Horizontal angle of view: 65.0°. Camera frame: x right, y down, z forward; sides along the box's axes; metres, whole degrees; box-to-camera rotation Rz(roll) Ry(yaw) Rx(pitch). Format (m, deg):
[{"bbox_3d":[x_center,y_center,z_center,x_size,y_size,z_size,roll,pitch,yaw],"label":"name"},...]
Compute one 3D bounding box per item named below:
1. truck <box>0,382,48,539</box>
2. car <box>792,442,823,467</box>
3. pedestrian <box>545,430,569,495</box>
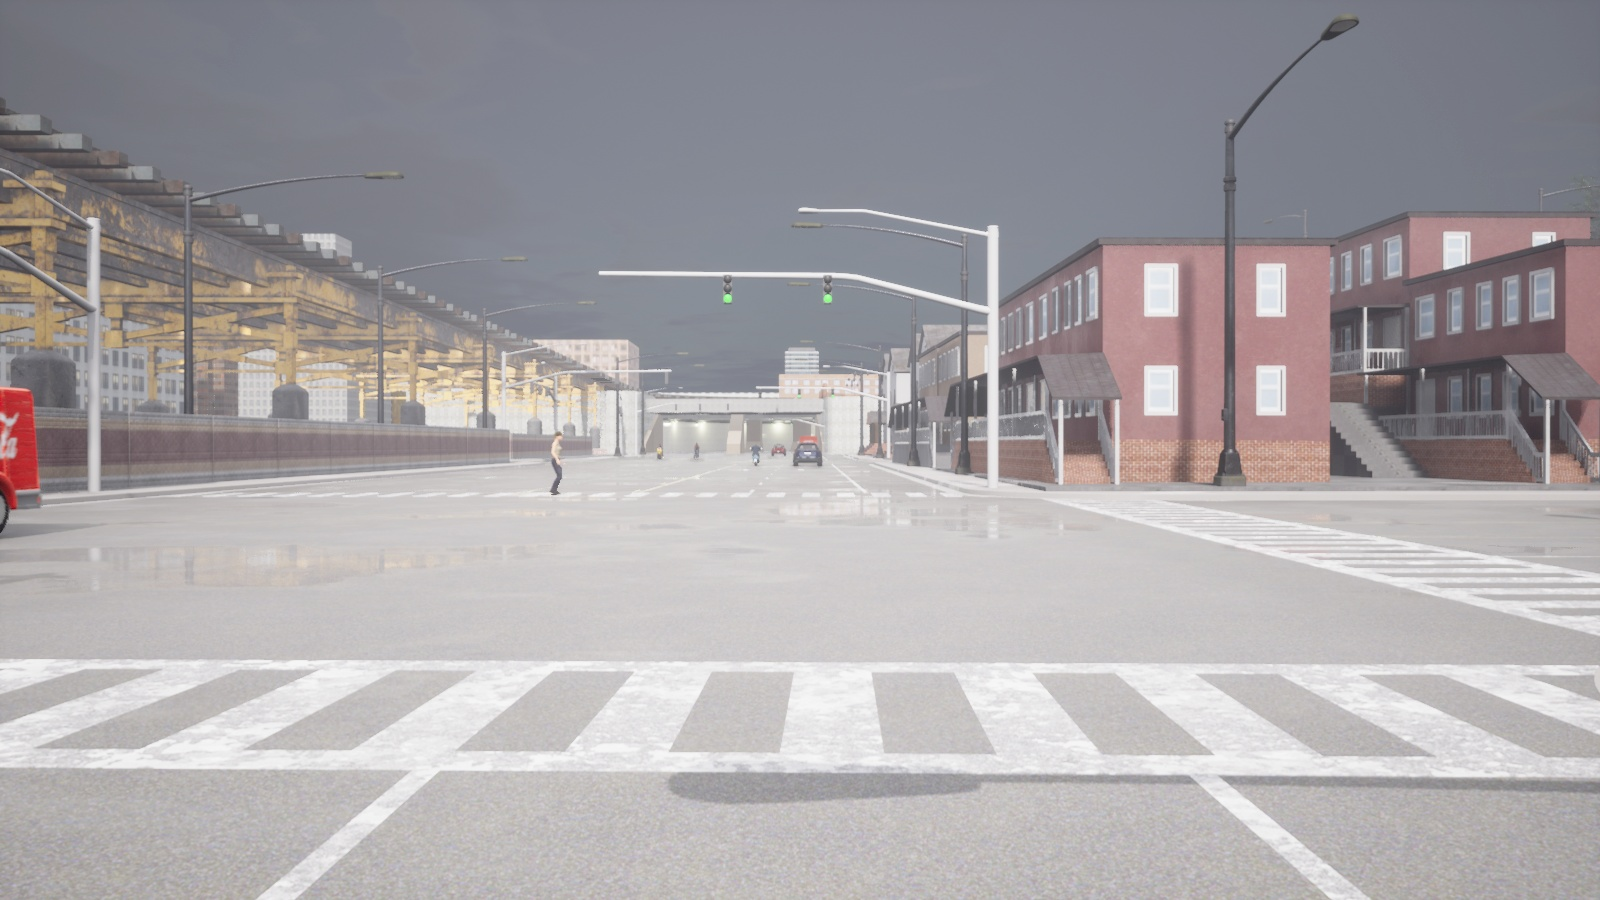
[{"bbox_3d":[-13.875,0.164,18.354,2.627,2.467,5.204,0,0,0],"label":"truck"},{"bbox_3d":[0.518,0.290,84.372,2.033,1.649,4.856,0,1,0],"label":"car"},{"bbox_3d":[-6.937,0.361,35.845,0.594,1.836,0.345,0,0,4],"label":"pedestrian"}]
